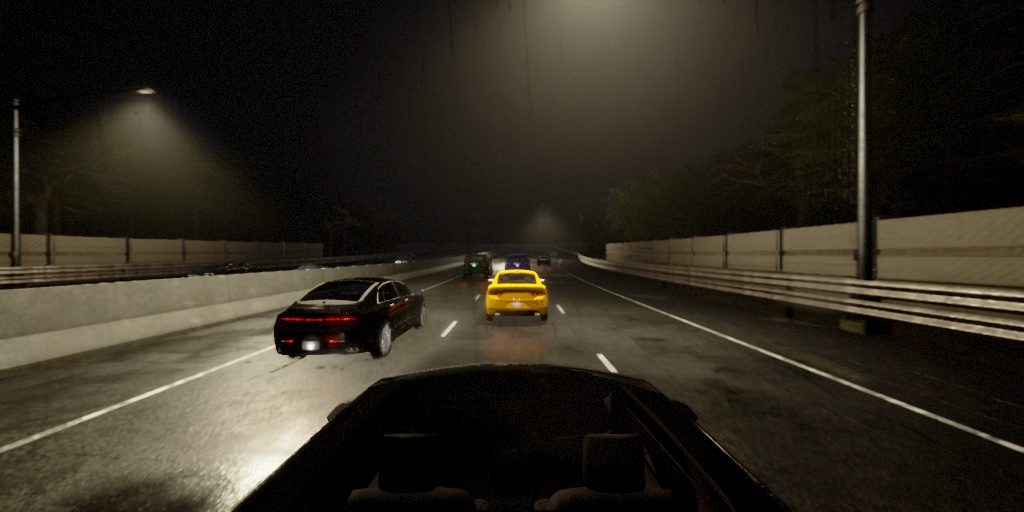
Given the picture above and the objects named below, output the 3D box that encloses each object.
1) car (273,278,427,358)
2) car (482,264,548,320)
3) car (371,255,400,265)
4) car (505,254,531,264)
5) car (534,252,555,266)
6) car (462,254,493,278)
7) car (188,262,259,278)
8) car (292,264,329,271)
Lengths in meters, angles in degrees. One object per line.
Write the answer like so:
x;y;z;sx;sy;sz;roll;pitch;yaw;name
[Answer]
-3.365;1.250;8.435;1.837;1.490;4.892;0;0;0;car
0.170;1.217;12.673;1.882;1.535;5.008;0;0;1;car
-16.687;0.907;46.644;1.994;1.385;4.181;0;1;3;car
0.518;0.836;31.854;2.150;2.045;5.566;0;1;1;car
4.656;0.652;52.780;2.128;1.511;4.902;0;2;3;car
-2.989;0.839;31.669;2.150;2.045;5.566;0;1;1;car
-20.814;1.186;26.089;1.837;1.490;4.892;0;1;1;car
-13.843;1.256;24.648;1.994;1.385;4.181;0;0;1;car
